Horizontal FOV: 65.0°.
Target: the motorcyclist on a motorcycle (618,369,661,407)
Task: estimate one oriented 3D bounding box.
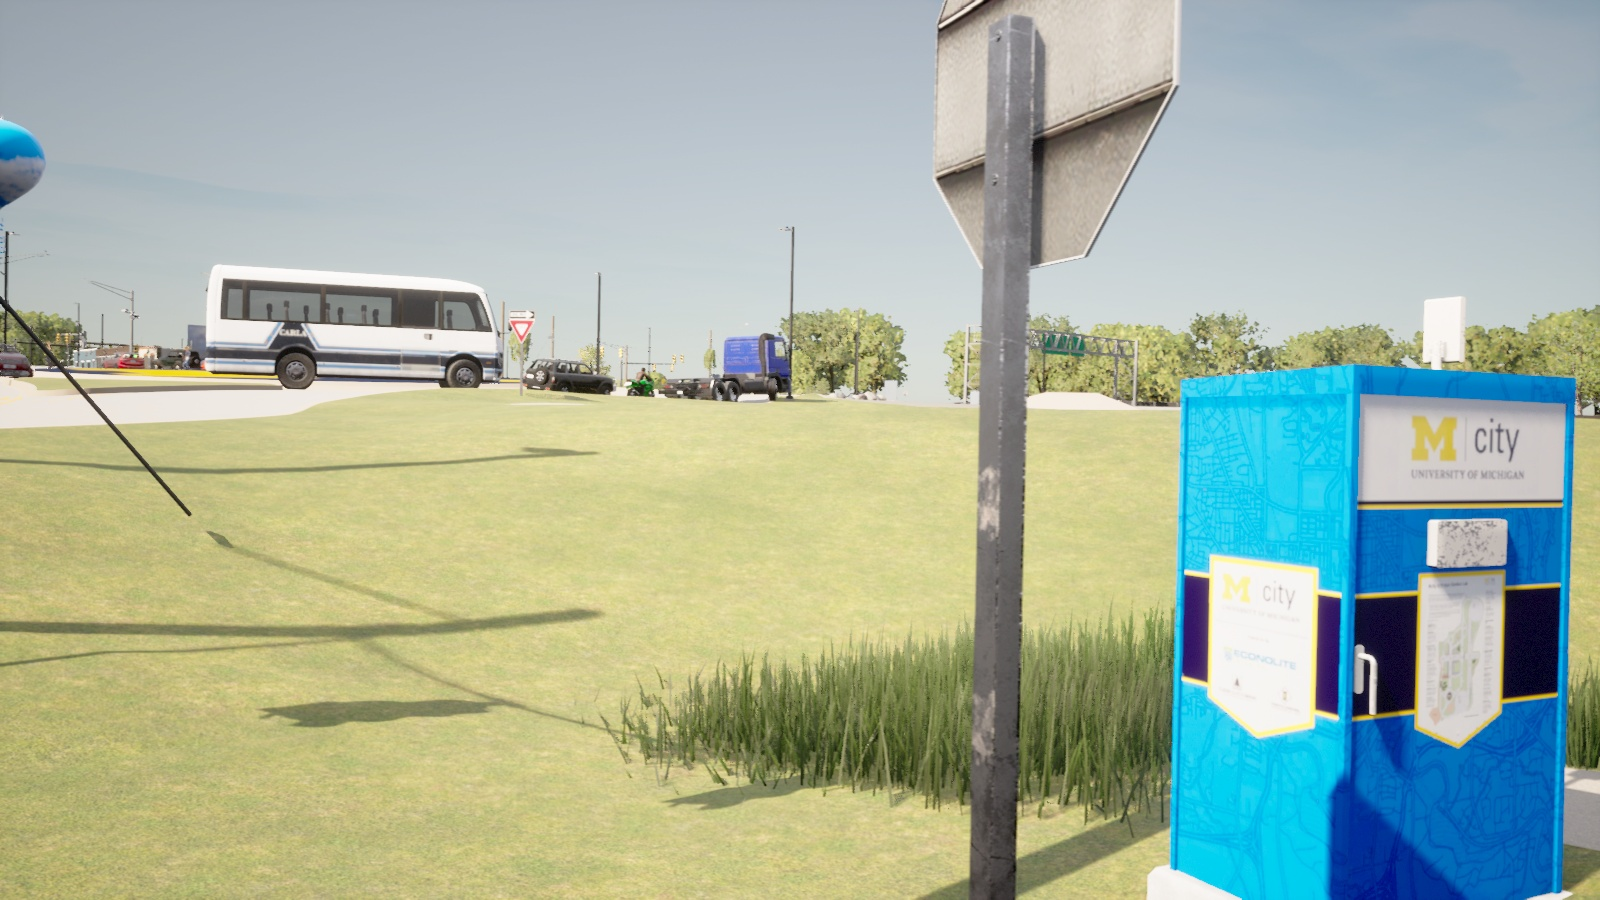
[{"bbox_3d":[-6.860,-2.640,53.823,0.797,1.523,2.044,0,1,28],"label":"motorcyclist on a motorcycle"}]

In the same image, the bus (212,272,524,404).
[{"bbox_3d":[-15.529,-3.866,45.565,10.273,4.253,3.944,0,1,-22],"label":"bus"}]

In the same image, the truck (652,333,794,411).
[{"bbox_3d":[-3.652,-3.950,62.238,2.891,3.462,7.936,0,5,31],"label":"truck"}]

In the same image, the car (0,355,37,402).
[{"bbox_3d":[-28.655,-2.490,44.021,3.705,1.549,1.789,1,1,32],"label":"car"}]

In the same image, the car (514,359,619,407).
[{"bbox_3d":[-10.515,-2.984,56.884,1.932,1.855,4.605,8,5,31],"label":"car"}]
